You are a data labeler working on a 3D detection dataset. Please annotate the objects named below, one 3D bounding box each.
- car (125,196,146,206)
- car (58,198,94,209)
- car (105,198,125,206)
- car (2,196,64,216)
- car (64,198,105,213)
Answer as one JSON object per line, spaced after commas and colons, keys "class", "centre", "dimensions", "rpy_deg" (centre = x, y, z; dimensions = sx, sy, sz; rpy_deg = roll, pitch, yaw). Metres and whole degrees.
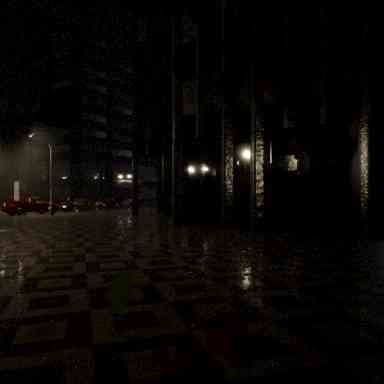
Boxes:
{"class": "car", "centre": [-9.619, 1.427, 55.390], "dimensions": [1.967, 1.590, 4.097], "rpy_deg": [0, 0, 35]}
{"class": "car", "centre": [-16.037, 1.538, 46.115], "dimensions": [1.887, 1.381, 4.507], "rpy_deg": [0, 0, 35]}
{"class": "car", "centre": [-12.828, 1.572, 50.753], "dimensions": [1.802, 1.307, 4.206], "rpy_deg": [0, 0, 35]}
{"class": "car", "centre": [-15.460, 1.322, 31.967], "dimensions": [2.192, 1.841, 5.009], "rpy_deg": [0, 0, 35]}
{"class": "car", "centre": [-12.250, 1.569, 36.606], "dimensions": [1.947, 1.339, 4.313], "rpy_deg": [0, 0, 35]}
